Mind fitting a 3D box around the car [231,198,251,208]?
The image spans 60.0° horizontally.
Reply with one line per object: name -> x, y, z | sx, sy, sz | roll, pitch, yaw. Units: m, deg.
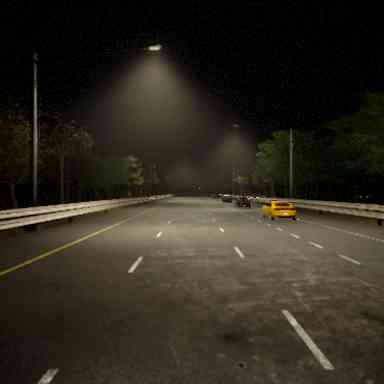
car -> 7.114, 1.561, 47.242 | 1.837, 1.490, 4.892 | 0, 0, 0

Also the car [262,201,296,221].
car -> 7.042, 1.501, 27.353 | 1.882, 1.535, 5.008 | 0, 0, 0

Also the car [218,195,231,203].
car -> 7.199, 1.608, 69.482 | 1.895, 1.301, 4.718 | 0, 0, 0
